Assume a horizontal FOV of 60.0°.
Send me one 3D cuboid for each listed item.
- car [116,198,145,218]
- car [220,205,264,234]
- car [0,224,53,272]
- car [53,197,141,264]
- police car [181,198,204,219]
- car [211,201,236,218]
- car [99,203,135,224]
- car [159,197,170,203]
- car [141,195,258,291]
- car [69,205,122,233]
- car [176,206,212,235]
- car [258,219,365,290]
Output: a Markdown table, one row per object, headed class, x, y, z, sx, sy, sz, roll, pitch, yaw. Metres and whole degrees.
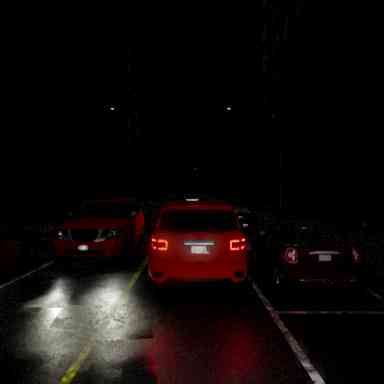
| class | x | y | z | sx | sy | sz | roll | pitch | yaw |
| --- | --- | --- | --- | --- | --- | --- | --- | --- | --- |
| car | -5.637 | 1.444 | 31.103 | 1.967 | 1.590 | 4.097 | 0 | 0 | 0 |
| car | 2.876 | 1.552 | 20.090 | 2.008 | 1.369 | 4.403 | 0 | 0 | 0 |
| car | -5.661 | 1.582 | 9.097 | 1.802 | 1.307 | 4.206 | 0 | 0 | 0 |
| car | -3.087 | 1.221 | 12.216 | 2.150 | 2.045 | 5.566 | 0 | 0 | 0 |
| police car | 0.033 | 1.428 | 30.207 | 1.930 | 1.638 | 5.238 | 0 | 0 | 0 |
| car | 2.888 | 1.569 | 31.093 | 1.947 | 1.339 | 4.313 | 0 | 0 | 0 |
| car | -5.644 | 1.584 | 25.601 | 1.802 | 1.307 | 4.206 | 0 | 0 | 0 |
| car | -5.561 | 1.626 | 68.206 | 1.802 | 1.307 | 4.206 | 0 | 0 | 0 |
| car | 0.114 | 1.221 | 9.174 | 2.150 | 2.045 | 5.566 | 0 | 0 | 0 |
| car | -5.649 | 1.567 | 20.100 | 1.947 | 1.339 | 4.313 | 0 | 0 | 0 |
| car | 0.121 | 1.602 | 19.944 | 1.895 | 1.301 | 4.718 | 0 | 0 | 0 |
| car | 2.864 | 1.440 | 9.088 | 1.967 | 1.590 | 4.097 | 0 | 0 | 0 |
